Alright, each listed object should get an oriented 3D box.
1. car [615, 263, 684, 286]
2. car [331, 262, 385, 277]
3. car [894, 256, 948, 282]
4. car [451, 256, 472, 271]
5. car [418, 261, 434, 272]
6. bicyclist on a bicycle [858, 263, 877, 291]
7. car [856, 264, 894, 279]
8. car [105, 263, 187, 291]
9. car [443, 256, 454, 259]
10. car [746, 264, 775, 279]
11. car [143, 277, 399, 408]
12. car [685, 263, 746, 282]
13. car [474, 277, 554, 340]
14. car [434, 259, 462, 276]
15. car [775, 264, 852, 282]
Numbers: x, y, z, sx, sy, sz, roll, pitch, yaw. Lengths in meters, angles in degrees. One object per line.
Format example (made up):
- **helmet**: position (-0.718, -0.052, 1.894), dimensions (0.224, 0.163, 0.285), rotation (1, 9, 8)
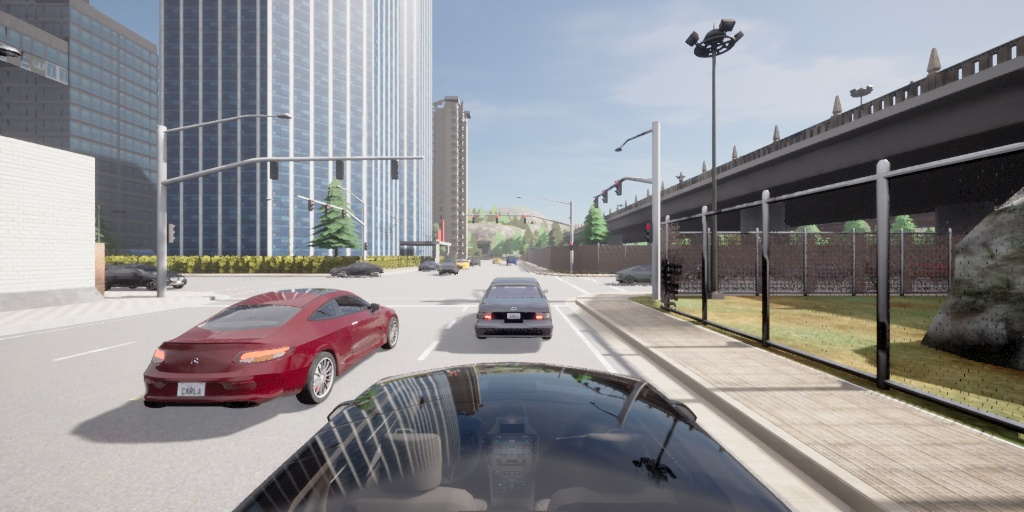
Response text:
- **car**: position (9.478, 1.371, 25.469), dimensions (4.181, 1.385, 1.994), rotation (0, 0, 1)
- **car**: position (-14.514, 1.320, 33.876), dimensions (4.674, 1.442, 1.812), rotation (0, 1, -30)
- **car**: position (35.230, 1.027, 29.220), dimensions (5.566, 2.045, 2.150), rotation (0, 0, -1)
- **car**: position (-7.201, 1.228, 50.873), dimensions (1.882, 1.535, 5.008), rotation (0, 1, 0)
- **car**: position (-10.693, 1.313, 46.177), dimensions (1.994, 1.385, 4.181), rotation (0, 0, 0)
- **bicyclist on a bicycle**: position (18.263, 1.106, 18.173), dimensions (0.582, 1.620, 1.656), rotation (0, 0, 0)
- **car**: position (32.233, 1.406, 32.708), dimensions (4.718, 1.301, 1.895), rotation (0, 0, 0)
- **car**: position (-22.587, 1.331, 21.799), dimensions (4.674, 1.442, 1.812), rotation (0, 0, 0)
- **car**: position (-10.699, 0.973, 62.494), dimensions (2.150, 2.045, 5.566), rotation (0, 0, 0)
- **car**: position (22.306, 1.406, 32.674), dimensions (4.718, 1.301, 1.895), rotation (0, 0, 0)
- **car**: position (-3.450, 1.276, 6.174), dimensions (1.812, 1.442, 4.674), rotation (0, 0, 0)
- **car**: position (15.660, 1.297, 29.145), dimensions (4.902, 1.511, 2.128), rotation (0, 0, 0)
- **car**: position (0.078, 1.297, 9.994), dimensions (2.033, 1.411, 5.357), rotation (0, 0, 1)
- **car**: position (-6.726, 1.311, 38.130), dimensions (2.033, 1.411, 5.357), rotation (0, 1, -7)
- **car**: position (24.616, 1.331, 29.173), dimensions (4.674, 1.442, 1.812), rotation (0, 0, 0)
